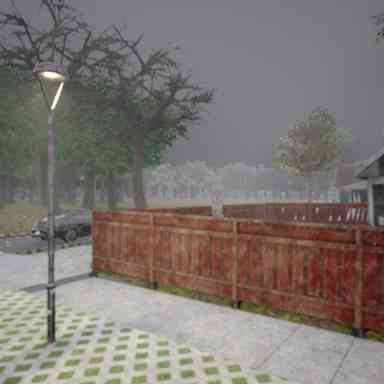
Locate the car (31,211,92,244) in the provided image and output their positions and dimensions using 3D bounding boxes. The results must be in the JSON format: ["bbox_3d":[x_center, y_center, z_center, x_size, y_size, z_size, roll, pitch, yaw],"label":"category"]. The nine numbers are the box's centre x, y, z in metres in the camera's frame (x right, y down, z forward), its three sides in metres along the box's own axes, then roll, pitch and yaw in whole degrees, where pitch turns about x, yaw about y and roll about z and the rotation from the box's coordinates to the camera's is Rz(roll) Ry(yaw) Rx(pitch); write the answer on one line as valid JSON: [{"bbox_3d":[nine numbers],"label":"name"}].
[{"bbox_3d":[-5.567,1.650,16.567,1.812,1.442,4.674,-3,-2,31],"label":"car"}]
